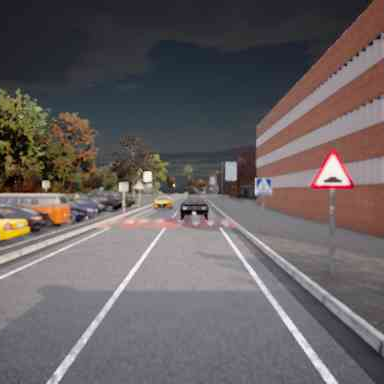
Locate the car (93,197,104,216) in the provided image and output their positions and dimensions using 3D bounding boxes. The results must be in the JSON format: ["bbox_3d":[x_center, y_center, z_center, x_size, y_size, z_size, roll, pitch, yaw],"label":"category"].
[{"bbox_3d":[-9.392,1.289,24.860,4.674,1.452,2.002,0,1,0],"label":"car"}]

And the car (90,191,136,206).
[{"bbox_3d":[-9.393,0.864,38.986,5.566,2.045,2.435,0,1,0],"label":"car"}]

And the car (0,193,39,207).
[{"bbox_3d":[-21.938,0.953,41.701,4.553,1.767,2.185,0,0,0],"label":"car"}]

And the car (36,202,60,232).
[{"bbox_3d":[-9.367,1.364,16.384,4.674,1.452,2.002,0,1,0],"label":"car"}]

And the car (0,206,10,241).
[{"bbox_3d":[-9.171,1.370,10.732,5.366,1.575,1.946,0,0,0],"label":"car"}]

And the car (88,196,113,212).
[{"bbox_3d":[-9.393,1.264,27.686,4.674,1.452,2.002,0,1,0],"label":"car"}]

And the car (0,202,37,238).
[{"bbox_3d":[-9.549,1.345,13.557,5.366,1.575,1.946,0,1,0],"label":"car"}]

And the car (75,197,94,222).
[{"bbox_3d":[-9.353,1.303,22.035,4.792,1.488,2.163,0,0,0],"label":"car"}]

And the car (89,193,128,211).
[{"bbox_3d":[-9.403,1.172,33.336,5.008,1.535,2.097,0,1,0],"label":"car"}]

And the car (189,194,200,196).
[{"bbox_3d":[0.282,1.042,41.047,2.097,1.767,4.553,0,0,0],"label":"car"}]

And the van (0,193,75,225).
[{"bbox_3d":[-9.493,1.073,19.207,4.442,1.987,1.878,0,1,0],"label":"van"}]

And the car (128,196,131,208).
[{"bbox_3d":[-9.412,1.184,36.164,4.674,1.452,2.002,0,1,0],"label":"car"}]

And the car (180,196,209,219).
[{"bbox_3d":[0.161,1.211,23.477,1.895,1.301,4.718,0,-3,0],"label":"car"}]

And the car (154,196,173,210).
[{"bbox_3d":[-3.188,1.194,37.839,1.882,1.535,5.008,0,0,1],"label":"car"}]
